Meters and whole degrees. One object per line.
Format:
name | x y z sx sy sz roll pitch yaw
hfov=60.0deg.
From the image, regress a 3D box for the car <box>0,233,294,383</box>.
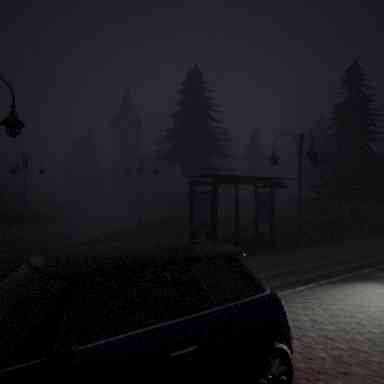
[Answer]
car | -1.089 1.366 3.208 4.553 1.767 2.097 1 -1 -37
